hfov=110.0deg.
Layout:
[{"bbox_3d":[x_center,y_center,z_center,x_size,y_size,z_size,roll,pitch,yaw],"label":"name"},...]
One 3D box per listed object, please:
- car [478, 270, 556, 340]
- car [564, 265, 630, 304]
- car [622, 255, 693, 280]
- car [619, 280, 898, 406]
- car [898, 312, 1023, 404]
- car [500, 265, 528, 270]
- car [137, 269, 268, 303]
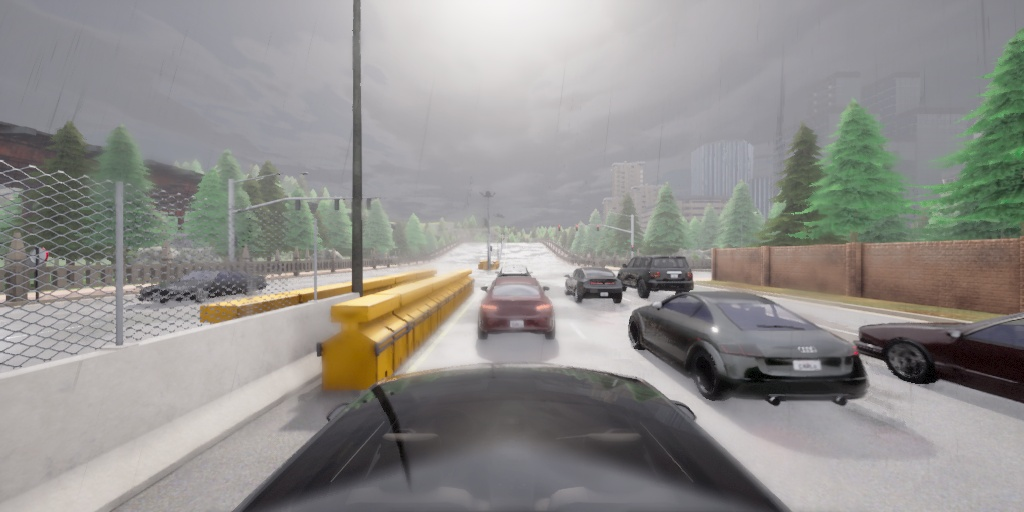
[{"bbox_3d":[0.104,1.276,9.884,1.812,1.442,4.674,0,0,0],"label":"car"},{"bbox_3d":[3.605,1.255,16.424,1.837,1.490,4.892,0,0,0],"label":"car"},{"bbox_3d":[7.105,0.972,18.366,2.150,2.045,5.566,0,0,0],"label":"car"},{"bbox_3d":[3.604,1.314,6.405,1.994,1.385,4.181,0,0,-1],"label":"car"},{"bbox_3d":[7.103,1.298,3.989,2.033,1.411,5.357,0,0,0],"label":"car"},{"bbox_3d":[0.107,1.241,19.130,2.128,1.511,4.902,0,0,0],"label":"car"},{"bbox_3d":[-13.995,1.328,16.789,2.033,1.411,5.357,0,0,0],"label":"car"}]
